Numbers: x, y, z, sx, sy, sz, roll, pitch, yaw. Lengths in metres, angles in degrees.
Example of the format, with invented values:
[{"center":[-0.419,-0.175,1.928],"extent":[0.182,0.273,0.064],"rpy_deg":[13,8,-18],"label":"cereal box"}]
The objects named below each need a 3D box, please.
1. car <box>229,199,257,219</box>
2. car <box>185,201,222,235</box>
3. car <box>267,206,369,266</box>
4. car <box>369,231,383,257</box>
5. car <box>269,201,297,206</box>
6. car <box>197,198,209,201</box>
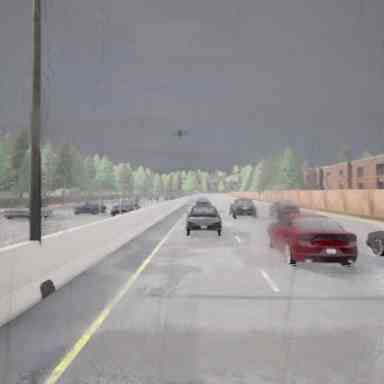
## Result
[{"center":[4.505,1.370,29.809],"extent":[2.097,1.767,4.553],"rpy_deg":[0,0,2],"label":"car"},{"center":[0.652,1.494,18.662],"extent":[2.128,1.511,4.902],"rpy_deg":[0,0,2],"label":"car"},{"center":[3.941,1.494,11.710],"extent":[1.882,1.535,5.008],"rpy_deg":[0,0,2],"label":"car"},{"center":[7.370,1.578,10.031],"extent":[2.033,1.411,5.357],"rpy_deg":[0,0,2],"label":"car"},{"center":[7.980,1.537,29.009],"extent":[1.837,1.490,4.892],"rpy_deg":[0,0,2],"label":"car"},{"center":[1.313,1.510,39.579],"extent":[1.837,1.490,4.892],"rpy_deg":[0,0,2],"label":"car"}]
